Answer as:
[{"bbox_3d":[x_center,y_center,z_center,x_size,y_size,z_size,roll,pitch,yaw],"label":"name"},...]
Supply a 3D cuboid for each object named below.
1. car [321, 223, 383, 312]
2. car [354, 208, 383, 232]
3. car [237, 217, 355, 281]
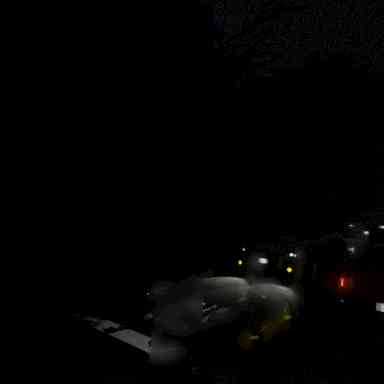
[{"bbox_3d":[4.621,1.596,7.070,1.895,1.301,4.718,-1,-1,41],"label":"car"},{"bbox_3d":[10.158,1.569,18.040,2.033,1.411,5.357,-1,-1,42],"label":"car"},{"bbox_3d":[3.158,1.599,10.103,1.994,1.385,4.181,-1,-1,42],"label":"car"}]
